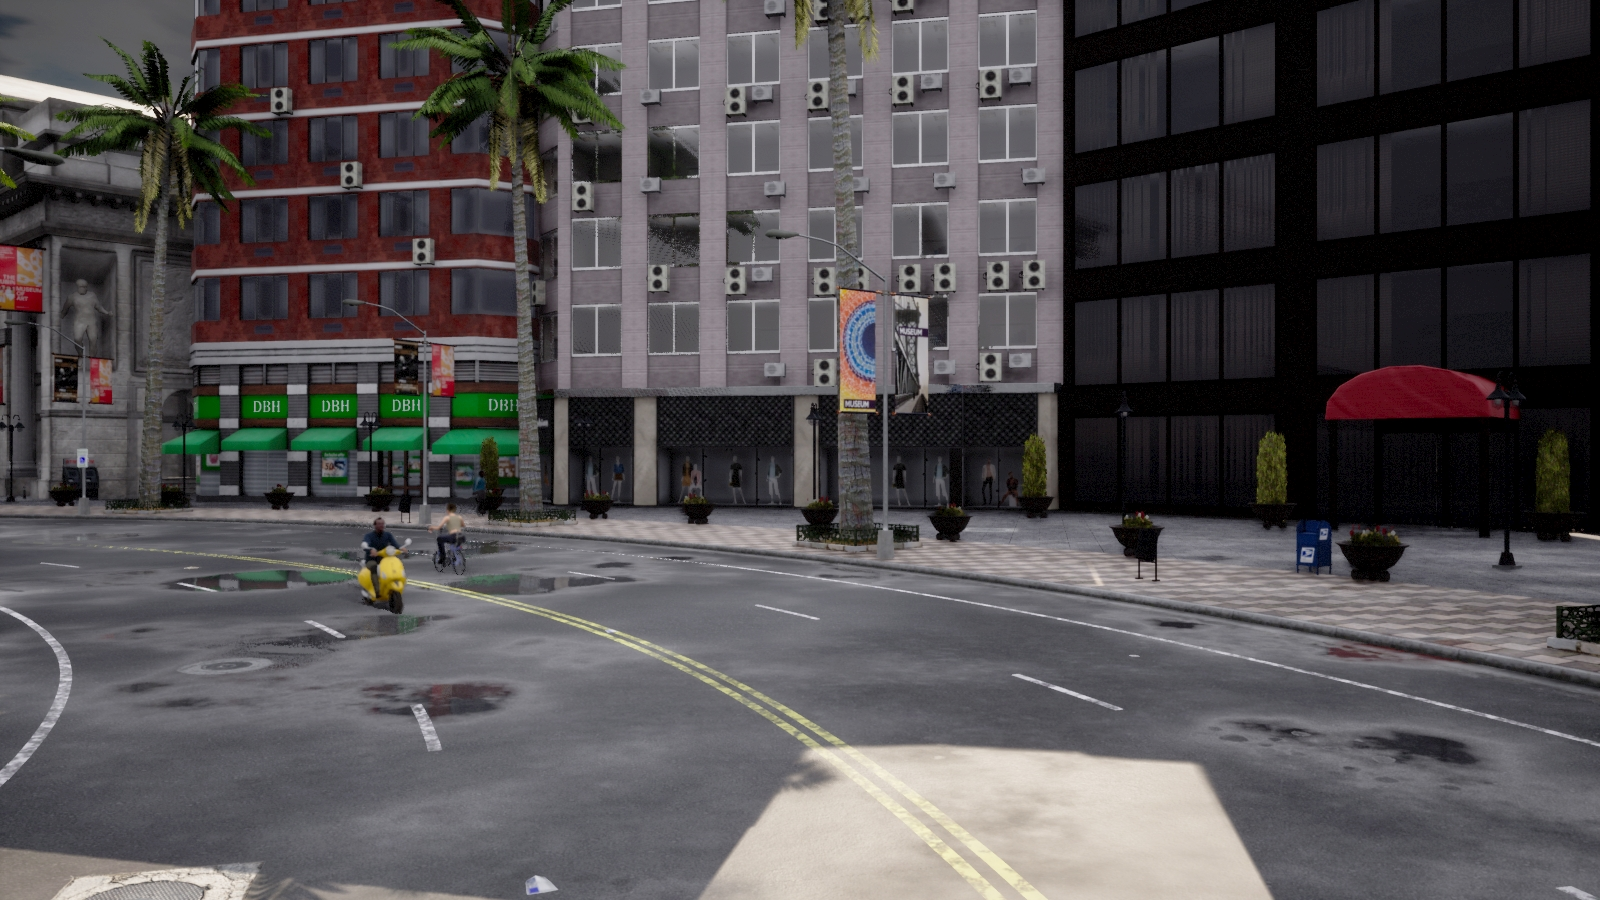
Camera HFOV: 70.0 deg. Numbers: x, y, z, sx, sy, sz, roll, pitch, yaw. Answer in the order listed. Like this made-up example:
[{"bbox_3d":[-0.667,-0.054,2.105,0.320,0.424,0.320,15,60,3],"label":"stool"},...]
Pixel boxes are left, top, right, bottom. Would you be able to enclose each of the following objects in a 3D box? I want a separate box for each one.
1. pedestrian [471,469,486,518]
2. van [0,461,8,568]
[{"bbox_3d":[-12.586,1.697,44.723,0.375,1.860,0.375,0,0,30],"label":"pedestrian"},{"bbox_3d":[-22.149,1.534,27.962,5.915,2.561,1.988,0,0,27],"label":"van"}]
